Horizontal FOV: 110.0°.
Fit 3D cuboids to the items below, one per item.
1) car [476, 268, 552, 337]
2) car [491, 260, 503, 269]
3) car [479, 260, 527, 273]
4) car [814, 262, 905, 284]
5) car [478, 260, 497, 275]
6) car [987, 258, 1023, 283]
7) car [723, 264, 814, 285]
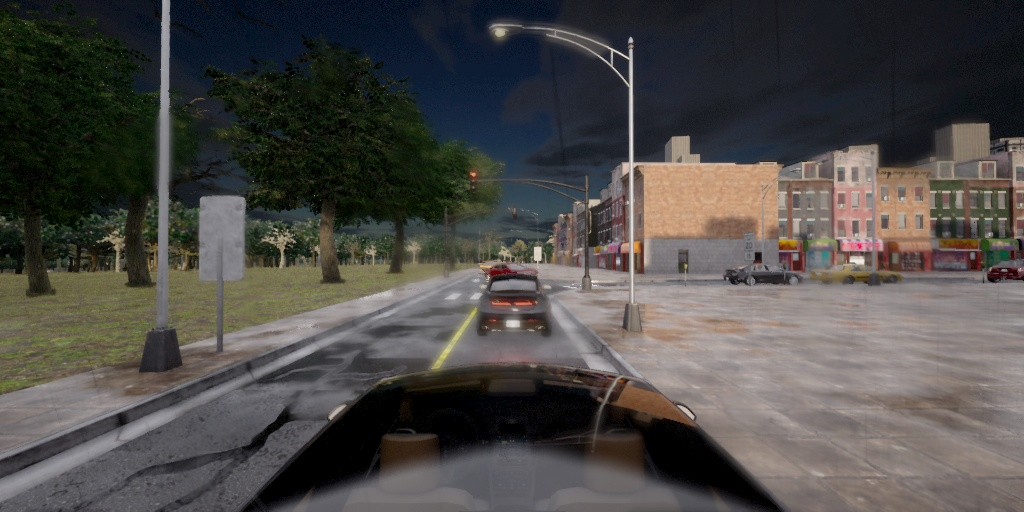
[{"bbox_3d":[0.104,1.261,10.382,1.837,1.490,4.892,0,0,2],"label":"car"},{"bbox_3d":[-2.671,1.454,63.140,1.882,1.535,5.008,0,-1,1],"label":"car"},{"bbox_3d":[-0.105,1.256,26.730,1.882,1.535,5.008,-2,1,-39],"label":"car"},{"bbox_3d":[21.375,1.069,22.240,4.829,1.417,1.751,0,0,0],"label":"car"},{"bbox_3d":[-2.754,1.304,41.431,1.882,1.535,5.008,0,0,0],"label":"car"},{"bbox_3d":[32.553,0.900,22.286,4.097,1.591,1.967,0,0,0],"label":"car"},{"bbox_3d":[15.530,1.139,22.215,4.403,1.370,2.007,0,0,0],"label":"car"}]
